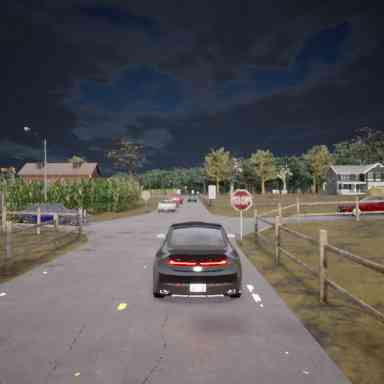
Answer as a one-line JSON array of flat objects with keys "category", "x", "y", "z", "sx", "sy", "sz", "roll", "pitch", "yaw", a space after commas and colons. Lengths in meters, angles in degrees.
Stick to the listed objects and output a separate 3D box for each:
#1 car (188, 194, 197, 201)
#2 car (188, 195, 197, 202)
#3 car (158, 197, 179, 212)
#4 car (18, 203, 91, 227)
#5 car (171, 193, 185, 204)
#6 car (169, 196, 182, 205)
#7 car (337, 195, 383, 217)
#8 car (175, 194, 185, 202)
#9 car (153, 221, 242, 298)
[{"category": "car", "x": 0.071, "y": 1.310, "z": 80.362, "sx": 2.033, "sy": 1.411, "sz": 5.357, "roll": 0, "pitch": 0, "yaw": 0}, {"category": "car", "x": 0.060, "y": 1.492, "z": 70.349, "sx": 1.994, "sy": 1.385, "sz": 4.181, "roll": 0, "pitch": 0, "yaw": 0}, {"category": "car", "x": -2.824, "y": 1.581, "z": 38.023, "sx": 1.895, "sy": 1.301, "sz": 4.718, "roll": 0, "pitch": 0, "yaw": 0}, {"category": "car", "x": -9.447, "y": 1.550, "z": 23.240, "sx": 4.553, "sy": 1.767, "sz": 2.097, "roll": -1, "pitch": -2, "yaw": -9}, {"category": "car", "x": -2.781, "y": 1.180, "z": 59.110, "sx": 2.150, "sy": 2.045, "sz": 5.566, "roll": 0, "pitch": 0, "yaw": 0}, {"category": "car", "x": -2.805, "y": 1.570, "z": 47.613, "sx": 1.895, "sy": 1.301, "sz": 4.718, "roll": 0, "pitch": 0, "yaw": 0}, {"category": "car", "x": 13.784, "y": 1.027, "z": 25.537, "sx": 5.008, "sy": 1.535, "sz": 1.882, "roll": -2, "pitch": -2, "yaw": 0}, {"category": "car", "x": -2.687, "y": 1.278, "z": 73.946, "sx": 2.097, "sy": 1.767, "sz": 4.553, "roll": 0, "pitch": 0, "yaw": 0}, {"category": "car", "x": 0.106, "y": 1.509, "z": 8.522, "sx": 1.837, "sy": 1.490, "sz": 4.892, "roll": 0, "pitch": 0, "yaw": 0}]
